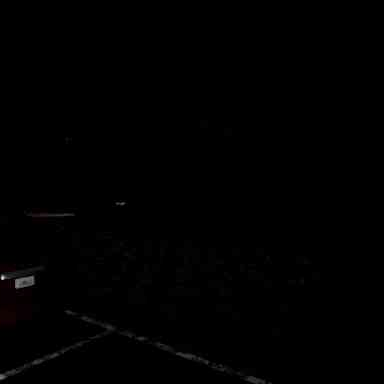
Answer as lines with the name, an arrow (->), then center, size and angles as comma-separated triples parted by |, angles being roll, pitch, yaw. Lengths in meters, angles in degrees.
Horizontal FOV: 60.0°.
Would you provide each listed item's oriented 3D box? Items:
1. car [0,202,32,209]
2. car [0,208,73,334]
car -> -17.483, 1.654, 30.917 | 2.128, 1.511, 4.902 | -1, -1, 37
car -> -4.212, 1.317, 5.967 | 5.009, 1.841, 2.192 | 0, -1, 36
